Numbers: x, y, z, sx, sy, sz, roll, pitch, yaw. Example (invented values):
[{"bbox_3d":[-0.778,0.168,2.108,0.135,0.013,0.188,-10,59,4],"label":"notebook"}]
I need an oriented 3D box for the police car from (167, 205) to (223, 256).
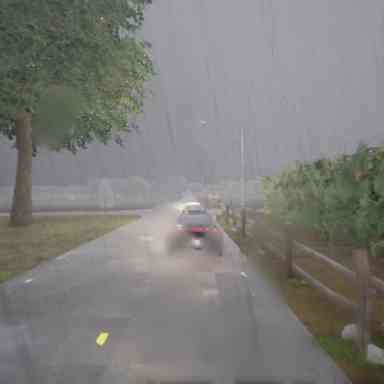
[{"bbox_3d":[0.103,1.500,13.298,2.038,1.542,4.974,0,-1,0],"label":"police car"}]

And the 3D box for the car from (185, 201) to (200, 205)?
[{"bbox_3d":[0.055,1.512,25.933,1.801,1.575,5.366,0,0,0],"label":"car"}]
